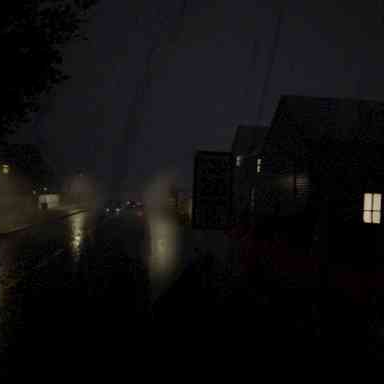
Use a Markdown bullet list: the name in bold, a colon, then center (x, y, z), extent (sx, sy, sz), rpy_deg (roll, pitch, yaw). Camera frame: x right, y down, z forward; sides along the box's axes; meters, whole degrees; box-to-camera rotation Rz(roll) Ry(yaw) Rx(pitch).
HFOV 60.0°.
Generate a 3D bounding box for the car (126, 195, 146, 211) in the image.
- **car**: center (-6.600, 1.363, 38.836), extent (1.812, 1.442, 4.674), rpy_deg (2, 0, -6)

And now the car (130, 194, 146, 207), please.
- **car**: center (-7.852, 1.167, 48.554), extent (2.097, 1.767, 4.553), rpy_deg (2, 0, -7)

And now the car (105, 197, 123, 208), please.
- **car**: center (-9.905, 1.289, 42.660), extent (1.994, 1.385, 4.181), rpy_deg (2, 0, -7)
